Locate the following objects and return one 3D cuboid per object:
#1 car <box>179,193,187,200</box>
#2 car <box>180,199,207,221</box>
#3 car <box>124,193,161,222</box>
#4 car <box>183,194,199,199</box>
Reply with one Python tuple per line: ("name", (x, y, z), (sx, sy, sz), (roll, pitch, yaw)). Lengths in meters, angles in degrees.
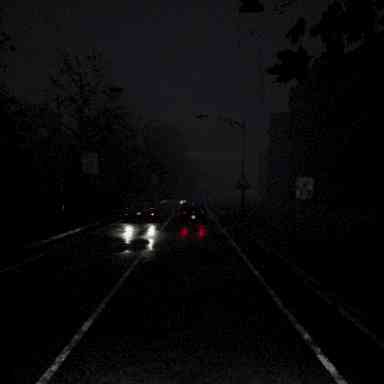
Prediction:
("car", (-1.146, 0.991, 66.666), (1.994, 1.385, 4.181), (1, 2, 11))
("car", (0.100, 1.464, 25.510), (1.895, 1.301, 4.718), (0, 0, 0))
("car", (-3.598, 1.085, 25.265), (2.150, 2.045, 5.566), (0, 0, 0))
("car", (0.143, 1.304, 41.372), (1.812, 1.442, 4.674), (0, 0, 1))
